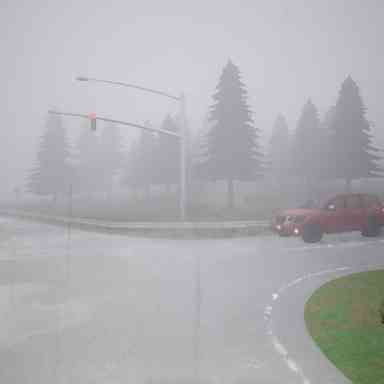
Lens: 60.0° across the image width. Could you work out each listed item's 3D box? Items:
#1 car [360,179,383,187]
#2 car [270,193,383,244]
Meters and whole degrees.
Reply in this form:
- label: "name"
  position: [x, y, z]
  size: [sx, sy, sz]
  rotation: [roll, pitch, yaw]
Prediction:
- label: "car"
  position: [23.101, -0.969, 42.122]
  size: [1.837, 1.490, 4.892]
  rotation: [0, 4, 2]
- label: "car"
  position: [6.437, 1.123, 15.615]
  size: [5.566, 2.045, 2.150]
  rotation: [-2, 1, -19]
